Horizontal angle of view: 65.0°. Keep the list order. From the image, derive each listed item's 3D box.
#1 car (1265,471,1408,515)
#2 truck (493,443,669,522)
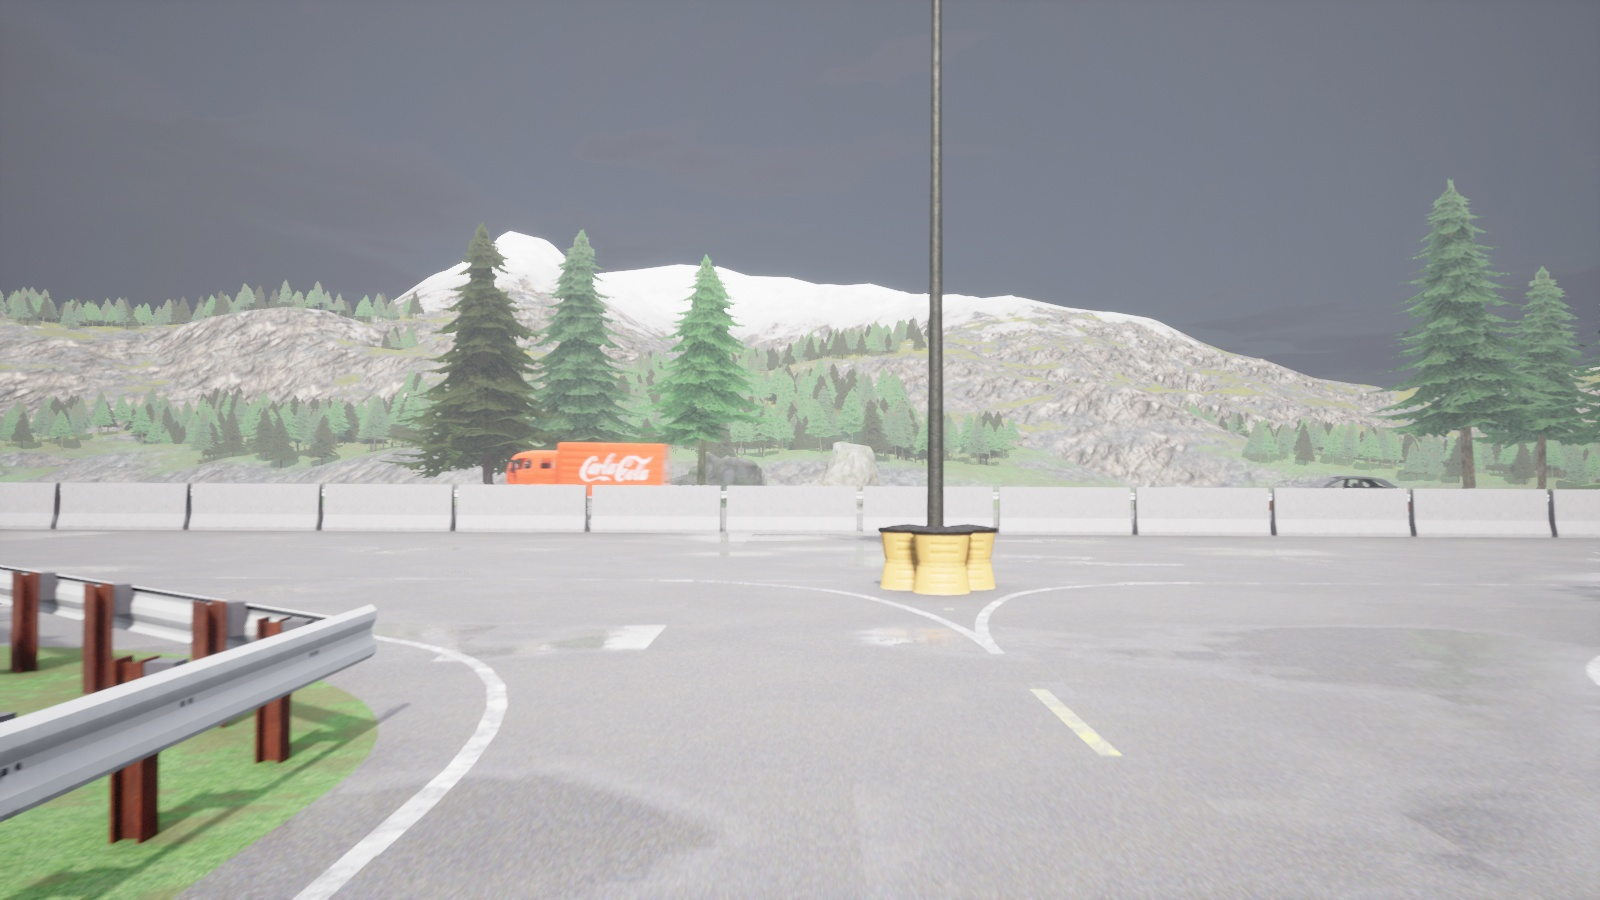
[{"bbox_3d":[18.713,1.493,43.926,4.193,1.474,1.816,0,-1,1],"label":"car"},{"bbox_3d":[-7.041,1.049,40.878,5.204,2.467,2.627,0,-1,1],"label":"truck"}]
